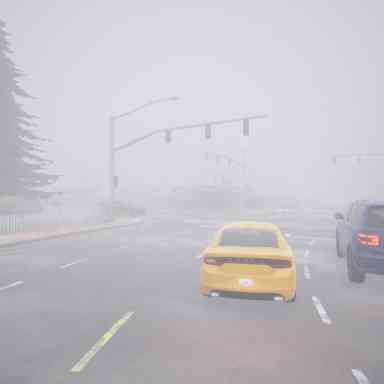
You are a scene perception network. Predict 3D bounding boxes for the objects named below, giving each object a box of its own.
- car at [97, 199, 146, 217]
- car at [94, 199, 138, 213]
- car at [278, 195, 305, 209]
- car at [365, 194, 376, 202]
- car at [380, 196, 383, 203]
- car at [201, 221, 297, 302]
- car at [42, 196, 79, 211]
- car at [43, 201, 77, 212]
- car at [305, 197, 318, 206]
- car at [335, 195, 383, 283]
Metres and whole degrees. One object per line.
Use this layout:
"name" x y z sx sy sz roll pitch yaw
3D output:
"car" -6.605 1.562 32.292 4.892 1.490 1.837 0 0 34
"car" -8.649 1.562 37.713 4.892 1.490 1.837 0 0 32
"car" 13.332 1.547 45.166 2.033 1.411 5.357 0 0 31
"car" 42.809 1.355 79.739 2.097 1.767 4.553 0 0 31
"car" 40.485 1.540 69.234 2.033 1.411 5.357 0 0 31
"car" 1.490 1.478 8.426 1.882 1.535 5.008 0 0 12
"car" -17.003 1.407 42.912 4.553 1.767 2.097 0 0 32
"car" -14.970 1.581 37.522 4.674 1.442 1.812 0 0 32
"car" 19.409 1.526 55.068 1.812 1.442 4.674 0 0 32
"car" 5.453 1.221 9.459 2.150 2.045 5.566 0 0 19
